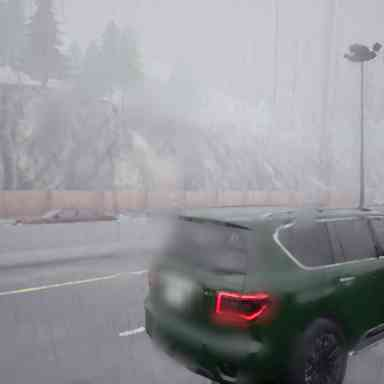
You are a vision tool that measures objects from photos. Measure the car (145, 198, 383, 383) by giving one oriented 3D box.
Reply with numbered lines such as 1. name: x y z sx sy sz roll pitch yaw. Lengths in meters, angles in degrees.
1. car: 1.997 1.220 5.175 5.566 2.045 2.150 0 0 -35

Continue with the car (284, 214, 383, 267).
1. car: 5.633 1.596 12.059 4.718 1.301 1.895 0 0 -35

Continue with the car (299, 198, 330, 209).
1. car: 17.087 1.547 46.258 4.181 1.385 1.994 0 0 -35

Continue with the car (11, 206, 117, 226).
1. car: -6.278 1.477 16.711 5.008 1.535 1.882 0 0 -36

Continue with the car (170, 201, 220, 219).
1. car: 0.313 1.558 30.013 4.181 1.385 1.994 0 0 -35

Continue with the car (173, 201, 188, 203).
1. car: -1.023 1.473 24.761 5.008 1.535 1.882 0 0 -36
